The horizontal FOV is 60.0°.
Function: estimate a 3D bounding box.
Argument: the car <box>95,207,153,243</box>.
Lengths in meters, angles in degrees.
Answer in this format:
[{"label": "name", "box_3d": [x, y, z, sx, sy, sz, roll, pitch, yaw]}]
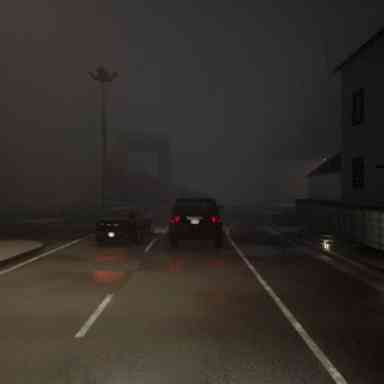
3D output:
[{"label": "car", "box_3d": [-3.140, 1.492, 16.135, 1.837, 1.490, 4.892, 0, 0, 4]}]

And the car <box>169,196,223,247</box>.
[{"label": "car", "box_3d": [0.245, 1.209, 15.193, 2.150, 2.045, 5.566, 0, 0, 3]}]
